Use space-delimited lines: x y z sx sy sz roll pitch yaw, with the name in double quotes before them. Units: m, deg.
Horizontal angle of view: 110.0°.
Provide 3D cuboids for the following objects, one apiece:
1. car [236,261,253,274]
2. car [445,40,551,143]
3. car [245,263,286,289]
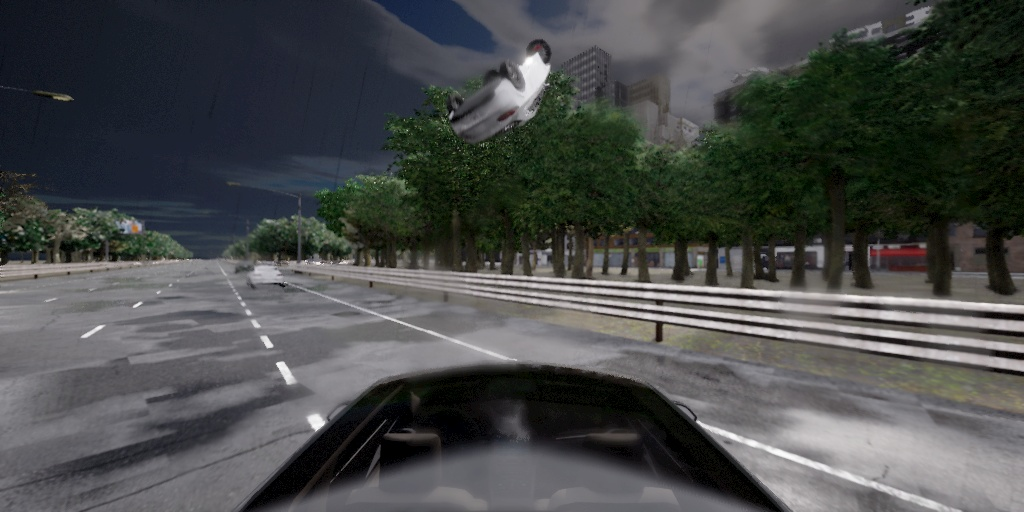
"car" -35.938 1.431 48.635 2.097 1.767 4.553 1 -1 -33
"car" -0.104 -4.241 9.571 1.812 1.442 4.674 -17 29 30
"car" -17.282 1.442 25.142 1.812 1.442 4.674 0 -1 -40
